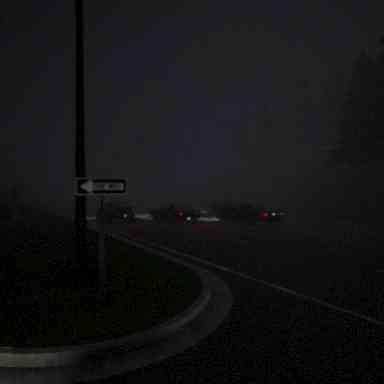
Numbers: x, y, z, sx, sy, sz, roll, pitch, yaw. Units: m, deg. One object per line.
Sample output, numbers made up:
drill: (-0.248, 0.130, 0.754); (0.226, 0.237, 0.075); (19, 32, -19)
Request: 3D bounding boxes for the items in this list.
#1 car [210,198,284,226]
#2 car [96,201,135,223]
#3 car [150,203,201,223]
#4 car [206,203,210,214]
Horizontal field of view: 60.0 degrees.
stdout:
car: (3.678, 1.383, 22.283); (2.033, 1.411, 5.357); (0, 0, -30)
car: (-5.661, 1.385, 24.394); (1.812, 1.442, 4.674); (0, 0, -30)
car: (-1.333, 1.446, 23.938); (1.895, 1.301, 4.718); (0, 0, -30)
car: (3.177, 1.264, 30.109); (1.882, 1.535, 5.008); (0, 0, -30)
